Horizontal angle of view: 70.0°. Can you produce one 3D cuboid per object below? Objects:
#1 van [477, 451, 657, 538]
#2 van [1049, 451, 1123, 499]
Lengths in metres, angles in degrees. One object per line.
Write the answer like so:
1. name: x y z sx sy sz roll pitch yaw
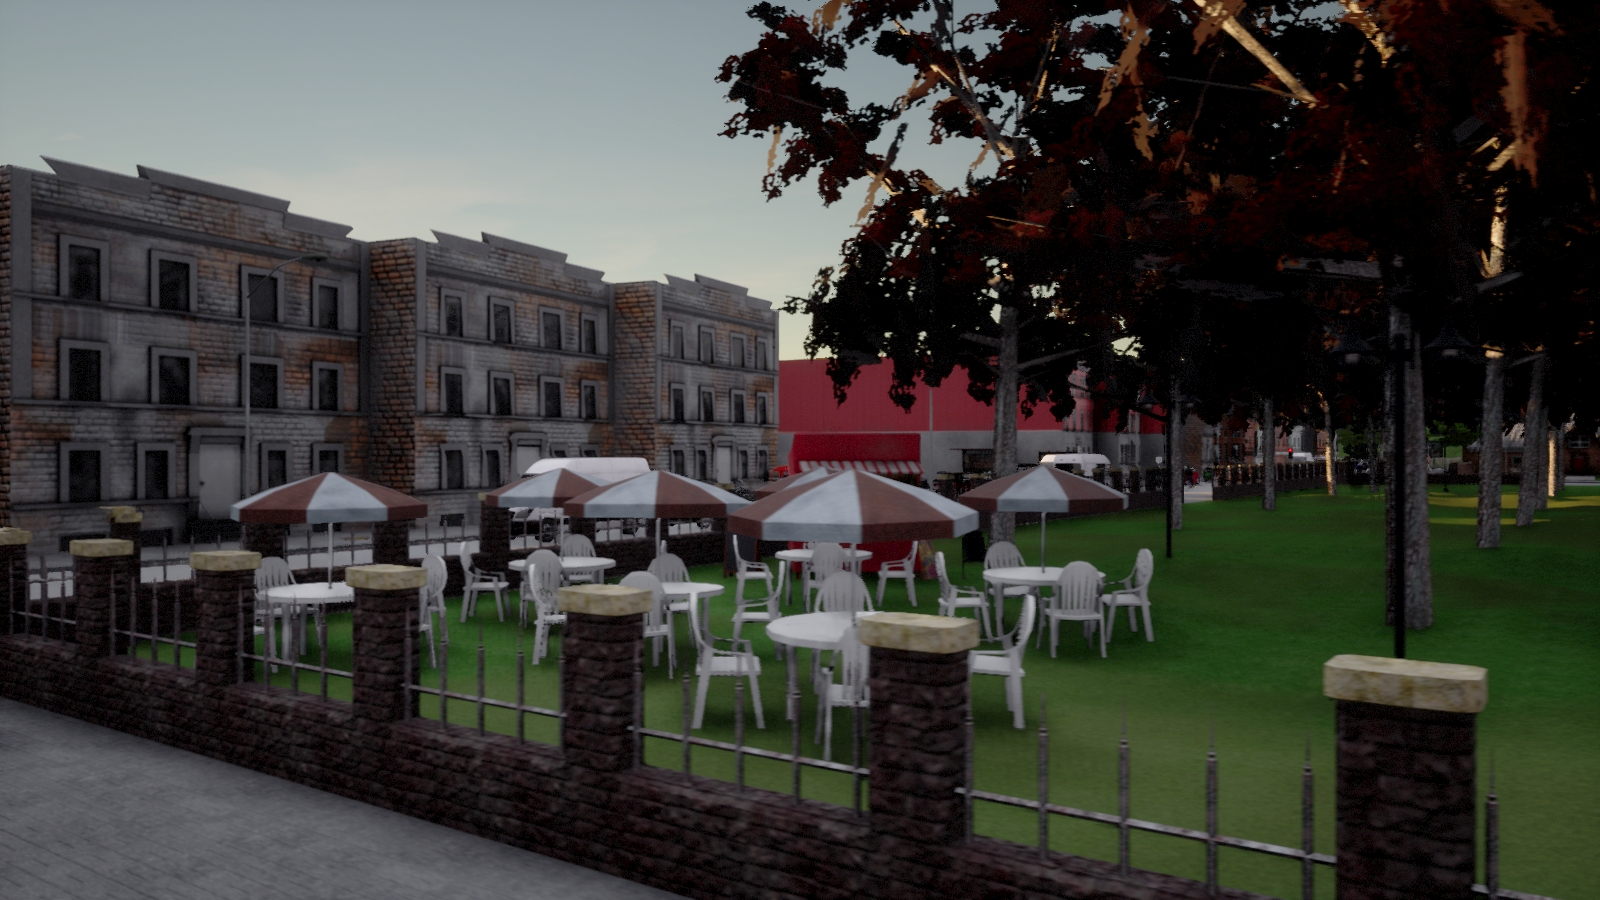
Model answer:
1. van: -7.360 1.315 36.773 1.988 2.561 5.915 0 0 35
2. van: 15.827 1.314 62.957 1.988 2.561 5.915 0 0 35
